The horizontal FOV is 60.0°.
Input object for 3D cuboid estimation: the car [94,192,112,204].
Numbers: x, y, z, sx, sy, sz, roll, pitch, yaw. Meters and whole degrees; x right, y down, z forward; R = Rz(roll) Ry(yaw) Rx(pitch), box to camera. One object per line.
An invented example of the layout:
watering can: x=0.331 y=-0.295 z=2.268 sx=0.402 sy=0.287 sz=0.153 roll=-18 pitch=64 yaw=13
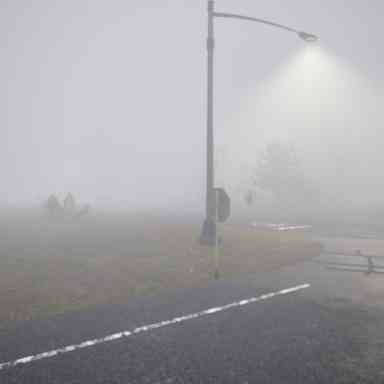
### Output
car: x=-16.206 y=1.094 z=60.996 sx=2.150 sy=2.045 sz=5.566 roll=0 pitch=0 yaw=-34

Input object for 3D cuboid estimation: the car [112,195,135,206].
car: x=-10.632 y=1.455 z=52.676 sx=1.994 sy=1.385 sz=4.181 roll=0 pitch=0 yaw=-33
